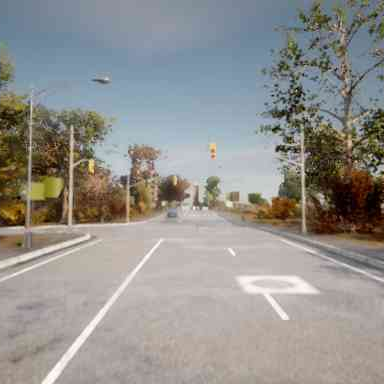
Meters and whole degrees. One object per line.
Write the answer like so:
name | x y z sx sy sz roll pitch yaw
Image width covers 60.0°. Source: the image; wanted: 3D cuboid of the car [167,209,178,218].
car | -3.529 3.958 61.066 1.882 1.535 5.008 0 -2 0
